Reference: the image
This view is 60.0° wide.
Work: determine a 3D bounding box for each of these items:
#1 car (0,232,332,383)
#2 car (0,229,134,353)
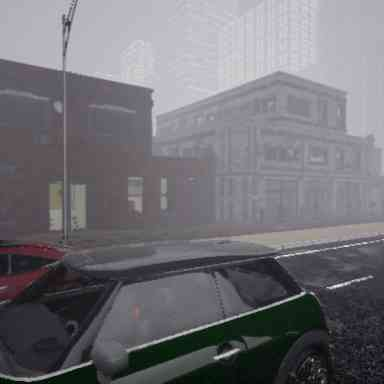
[{"bbox_3d":[-0.735,1.358,3.159,4.553,1.767,2.097,0,0,-35],"label":"car"},{"bbox_3d":[-3.444,1.526,5.221,4.674,1.442,1.812,0,0,-35],"label":"car"}]
